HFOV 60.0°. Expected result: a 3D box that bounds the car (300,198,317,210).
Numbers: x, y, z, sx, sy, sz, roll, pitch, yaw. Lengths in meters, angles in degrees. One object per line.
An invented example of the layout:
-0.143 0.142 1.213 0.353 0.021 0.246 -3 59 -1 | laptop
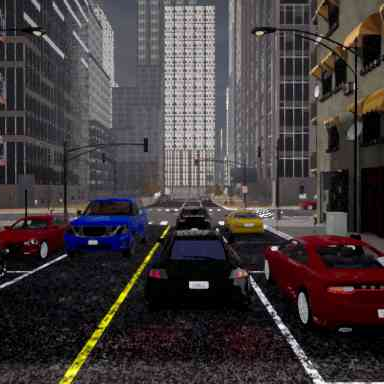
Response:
14.287 1.256 36.990 4.507 1.381 1.887 -1 1 0 | car

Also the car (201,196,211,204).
2.747 1.523 67.132 1.752 1.417 4.829 -1 0 0 | car

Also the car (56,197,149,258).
-3.048 1.222 13.070 2.150 2.045 5.566 0 0 0 | car

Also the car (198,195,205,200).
2.774 1.582 94.760 1.802 1.307 4.206 -1 0 0 | car

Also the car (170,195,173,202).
-5.635 1.313 66.972 2.192 1.841 5.009 -1 0 0 | car

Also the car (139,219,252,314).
0.111 1.563 7.714 1.994 1.385 4.181 0 0 0 | car

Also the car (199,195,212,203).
2.740 1.438 61.403 1.967 1.590 4.097 -1 0 0 | car

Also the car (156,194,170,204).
-5.639 1.542 61.412 1.887 1.381 4.507 -1 0 0 | car

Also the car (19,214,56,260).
-5.687 1.543 12.376 1.887 1.381 4.507 -1 0 0 | car

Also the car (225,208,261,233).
2.699 1.523 18.047 1.752 1.417 4.829 -1 0 0 | car

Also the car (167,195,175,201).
-5.612 1.544 89.209 1.887 1.381 4.507 -1 0 0 | car

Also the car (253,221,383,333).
2.689 1.544 6.830 1.887 1.381 4.507 -1 0 0 | car

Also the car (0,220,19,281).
-5.693 1.439 6.852 1.967 1.590 4.097 -1 0 0 | car

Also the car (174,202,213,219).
0.094 1.503 17.698 1.837 1.490 4.892 0 0 -1 | car
